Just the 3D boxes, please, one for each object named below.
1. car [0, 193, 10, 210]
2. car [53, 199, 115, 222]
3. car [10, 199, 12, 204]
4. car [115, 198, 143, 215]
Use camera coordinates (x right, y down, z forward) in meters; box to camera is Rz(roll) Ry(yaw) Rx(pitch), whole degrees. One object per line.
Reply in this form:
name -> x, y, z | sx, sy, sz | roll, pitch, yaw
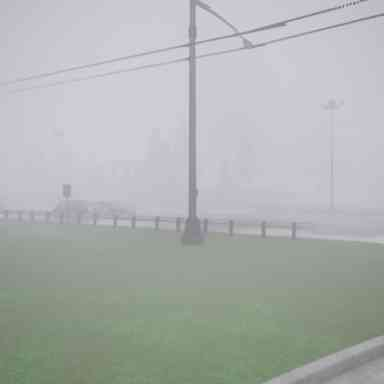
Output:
car -> -24.058, 1.210, 38.511 | 5.566, 2.045, 2.150 | 0, 0, 29
car -> -8.732, 1.350, 26.107 | 4.553, 1.767, 2.097 | 0, 0, 29
car -> -32.388, 1.209, 55.110 | 5.566, 2.045, 2.150 | 0, 0, 29
car -> -7.090, 1.504, 29.199 | 4.892, 1.490, 1.837 | 0, 0, 29
